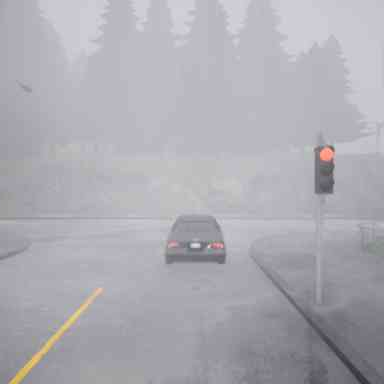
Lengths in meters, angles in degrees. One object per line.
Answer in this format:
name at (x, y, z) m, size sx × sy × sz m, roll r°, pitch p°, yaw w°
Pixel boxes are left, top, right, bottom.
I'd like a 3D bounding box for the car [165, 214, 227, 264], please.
car at (0.157, 1.472, 11.450) m, size 2.033 × 1.411 × 5.357 m, roll 0°, pitch 0°, yaw 1°
